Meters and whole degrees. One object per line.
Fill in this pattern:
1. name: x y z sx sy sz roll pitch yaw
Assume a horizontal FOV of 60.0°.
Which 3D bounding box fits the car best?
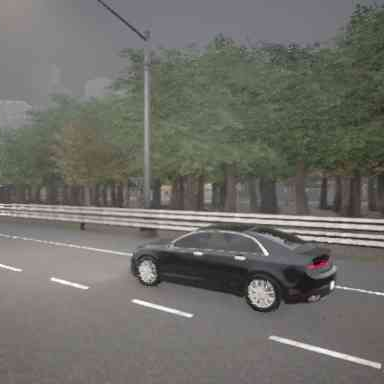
1. car: 0.672 1.508 7.691 4.892 1.490 1.837 0 0 36
